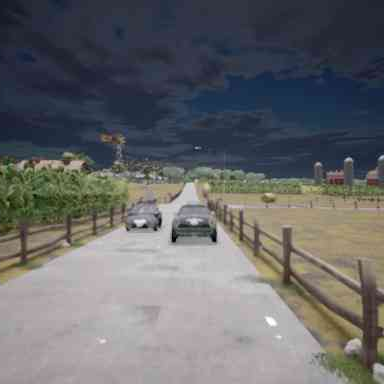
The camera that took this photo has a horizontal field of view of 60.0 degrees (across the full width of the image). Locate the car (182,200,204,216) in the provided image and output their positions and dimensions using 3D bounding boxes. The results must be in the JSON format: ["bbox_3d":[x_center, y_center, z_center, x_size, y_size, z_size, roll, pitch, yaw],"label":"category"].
[{"bbox_3d":[0.109,1.635,34.544,2.033,1.411,5.357,0,0,0],"label":"car"}]

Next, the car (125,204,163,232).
[{"bbox_3d":[-2.841,1.536,20.527,2.128,1.511,4.902,0,0,0],"label":"car"}]

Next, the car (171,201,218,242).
[{"bbox_3d":[0.101,1.383,16.684,2.097,1.767,4.553,0,0,0],"label":"car"}]
